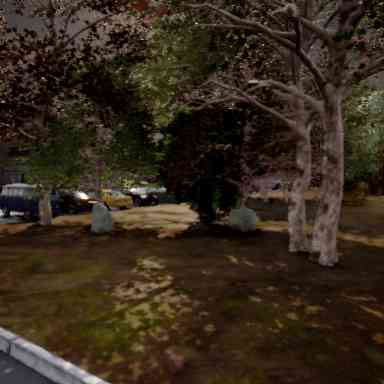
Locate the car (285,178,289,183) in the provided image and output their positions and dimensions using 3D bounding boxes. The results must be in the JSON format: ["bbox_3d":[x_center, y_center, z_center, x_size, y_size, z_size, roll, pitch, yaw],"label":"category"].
[{"bbox_3d":[13.181,-1.225,51.409,5.366,1.575,1.946,2,4,37],"label":"car"}]

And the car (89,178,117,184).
[{"bbox_3d":[-9.661,-0.363,34.627,2.150,2.045,5.566,2,4,37],"label":"car"}]

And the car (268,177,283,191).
[{"bbox_3d":[9.985,-0.908,46.878,4.792,1.488,2.163,2,4,37],"label":"car"}]

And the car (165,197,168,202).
[{"bbox_3d":[-3.281,0.188,29.106,4.892,1.521,2.231,2,4,37],"label":"car"}]

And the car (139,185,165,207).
[{"bbox_3d":[-4.913,0.359,26.868,4.792,1.488,2.163,2,4,37],"label":"car"}]

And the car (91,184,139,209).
[{"bbox_3d":[-6.745,0.462,24.776,5.366,1.575,1.946,2,4,37],"label":"car"}]

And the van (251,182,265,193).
[{"bbox_3d":[6.780,-0.879,42.337,4.442,1.987,1.878,2,4,37],"label":"van"}]

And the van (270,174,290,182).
[{"bbox_3d":[22.520,-3.545,85.196,4.442,1.987,1.878,2,5,37],"label":"van"}]

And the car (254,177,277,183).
[{"bbox_3d":[17.416,-2.826,78.535,4.792,1.488,2.163,2,4,37],"label":"car"}]

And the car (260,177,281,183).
[{"bbox_3d":[19.070,-2.970,80.799,4.674,1.452,2.002,2,5,37],"label":"car"}]

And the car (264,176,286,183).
[{"bbox_3d":[20.754,-3.164,83.032,4.892,1.521,2.231,2,5,37],"label":"car"}]

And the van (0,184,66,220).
[{"bbox_3d":[-10.012,0.526,20.283,4.442,1.987,1.878,2,4,37],"label":"van"}]

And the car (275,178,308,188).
[{"bbox_3d":[16.656,-1.495,55.733,4.892,1.521,2.231,2,4,37],"label":"car"}]

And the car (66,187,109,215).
[{"bbox_3d":[-8.234,0.643,22.428,4.792,1.488,2.163,2,4,37],"label":"car"}]

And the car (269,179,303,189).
[{"bbox_3d":[15.014,-1.326,53.502,4.792,1.488,2.163,2,4,37],"label":"car"}]
